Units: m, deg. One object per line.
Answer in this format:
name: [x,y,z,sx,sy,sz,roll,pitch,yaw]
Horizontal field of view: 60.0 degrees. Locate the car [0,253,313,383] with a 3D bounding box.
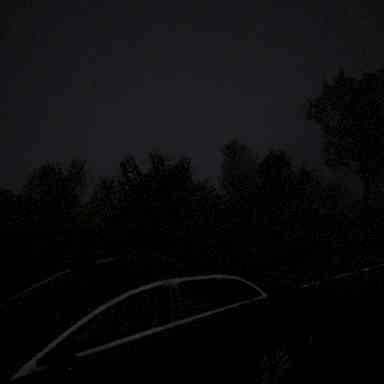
car: [-0.789,1.490,3.429,4.902,1.511,2.128,0,0,-36]
